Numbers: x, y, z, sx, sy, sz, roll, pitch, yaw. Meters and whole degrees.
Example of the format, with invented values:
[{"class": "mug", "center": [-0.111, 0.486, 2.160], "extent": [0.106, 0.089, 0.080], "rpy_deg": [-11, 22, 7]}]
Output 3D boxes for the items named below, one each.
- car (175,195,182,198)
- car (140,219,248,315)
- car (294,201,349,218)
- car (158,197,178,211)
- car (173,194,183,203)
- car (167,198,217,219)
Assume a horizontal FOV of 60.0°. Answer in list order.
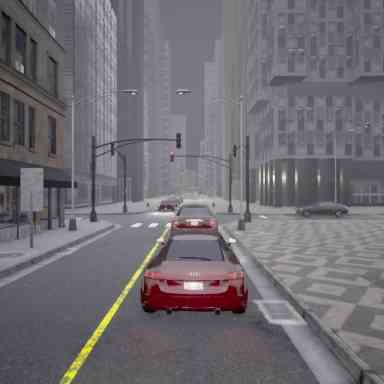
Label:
[{"class": "car", "center": [-3.063, 1.580, 50.935], "extent": [2.033, 1.411, 5.357], "rpy_deg": [0, 0, 0]}, {"class": "car", "center": [0.088, 1.565, 7.654], "extent": [1.994, 1.385, 4.181], "rpy_deg": [0, 0, 2]}, {"class": "car", "center": [11.760, 1.543, 30.318], "extent": [4.674, 1.442, 1.812], "rpy_deg": [0, 0, 1]}, {"class": "car", "center": [-3.072, 1.624, 41.283], "extent": [1.895, 1.301, 4.718], "rpy_deg": [0, 0, 0]}, {"class": "car", "center": [-2.959, 1.413, 70.933], "extent": [2.097, 1.767, 4.553], "rpy_deg": [0, 0, 0]}, {"class": "car", "center": [0.161, 1.356, 16.275], "extent": [2.097, 1.767, 4.553], "rpy_deg": [0, 0, 2]}]
